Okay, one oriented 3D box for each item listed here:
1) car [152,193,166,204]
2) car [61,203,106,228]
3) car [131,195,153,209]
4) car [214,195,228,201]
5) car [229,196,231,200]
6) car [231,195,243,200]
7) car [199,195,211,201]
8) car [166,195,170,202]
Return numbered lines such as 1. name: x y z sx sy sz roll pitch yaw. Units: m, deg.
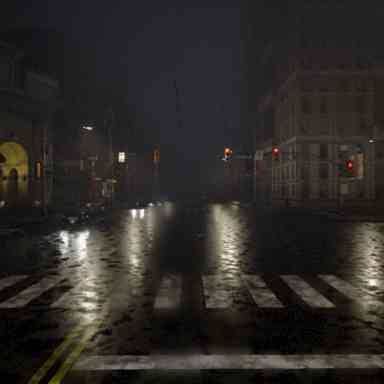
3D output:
1. car: -7.004 1.223 65.673 2.150 2.045 5.566 0 0 1
2. car: -7.092 1.491 22.204 2.128 1.511 4.902 0 0 0
3. car: -7.081 1.492 45.384 2.128 1.511 4.902 0 0 0
4. car: 7.102 1.525 85.356 2.128 1.511 4.902 0 0 25
5. car: 8.250 1.466 94.369 1.882 1.535 5.008 0 0 38
6. car: 12.471 1.500 94.149 1.837 1.490 4.892 0 0 41
7. car: 3.301 1.524 85.379 1.812 1.442 4.674 0 0 22
8. car: -6.339 1.500 76.662 1.837 1.490 4.892 0 0 7
